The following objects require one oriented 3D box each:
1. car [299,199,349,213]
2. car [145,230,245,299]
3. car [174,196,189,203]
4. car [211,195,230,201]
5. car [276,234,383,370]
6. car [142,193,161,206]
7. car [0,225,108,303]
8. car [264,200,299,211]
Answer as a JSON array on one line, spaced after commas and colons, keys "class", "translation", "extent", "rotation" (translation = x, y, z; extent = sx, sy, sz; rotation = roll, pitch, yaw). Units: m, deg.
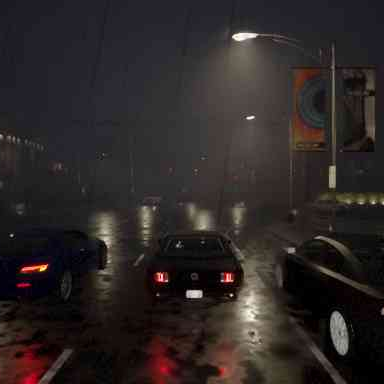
[{"class": "car", "translation": [14.725, 1.526, 36.598], "extent": [4.674, 1.442, 1.812], "rotation": [0, 0, 0]}, {"class": "car", "translation": [0.069, 1.601, 8.375], "extent": [1.895, 1.301, 4.718], "rotation": [0, 0, 1]}, {"class": "car", "translation": [-2.133, 1.524, 70.367], "extent": [1.812, 1.442, 4.674], "rotation": [0, 0, 26]}, {"class": "car", "translation": [7.130, 1.540, 82.570], "extent": [5.357, 1.411, 2.033], "rotation": [0, 0, -43]}, {"class": "car", "translation": [2.904, 1.480, 5.910], "extent": [2.097, 1.535, 5.008], "rotation": [0, 0, 0]}, {"class": "car", "translation": [-6.583, 1.221, 55.231], "extent": [2.150, 2.045, 5.566], "rotation": [0, 0, 7]}, {"class": "car", "translation": [-3.434, 1.526, 8.052], "extent": [1.812, 1.442, 4.674], "rotation": [0, 0, 0]}, {"class": "car", "translation": [11.198, 1.600, 40.455], "extent": [4.718, 1.301, 1.895], "rotation": [0, 0, 7]}]
